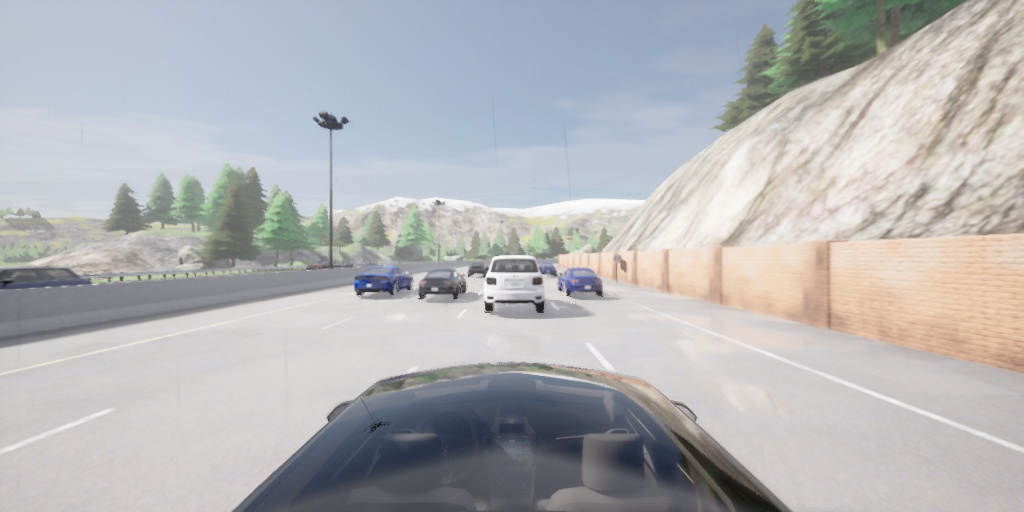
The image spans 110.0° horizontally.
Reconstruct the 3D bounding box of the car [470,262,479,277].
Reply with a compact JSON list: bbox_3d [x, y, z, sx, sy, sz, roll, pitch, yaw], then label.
[{"bbox_3d":[-3.463,1.365,37.389,1.837,1.490,4.892,0,0,0],"label":"car"}]

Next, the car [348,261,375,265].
[{"bbox_3d":[-21.150,1.418,51.832,2.128,1.511,4.902,0,0,0],"label":"car"}]

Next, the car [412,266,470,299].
[{"bbox_3d":[-3.438,1.329,18.202,1.812,1.442,4.674,0,0,0],"label":"car"}]

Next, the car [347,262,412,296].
[{"bbox_3d":[-6.929,1.291,19.845,1.882,1.535,5.008,0,0,0],"label":"car"}]

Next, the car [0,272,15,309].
[{"bbox_3d":[-21.114,1.354,11.810,2.033,1.411,5.357,0,0,0],"label":"car"}]

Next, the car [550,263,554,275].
[{"bbox_3d":[3.537,1.378,37.367,1.812,1.442,4.674,0,0,0],"label":"car"}]

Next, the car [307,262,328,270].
[{"bbox_3d":[-28.129,1.540,52.964,1.895,1.301,4.718,0,0,0],"label":"car"}]

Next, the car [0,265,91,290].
[{"bbox_3d":[-17.614,1.156,12.243,2.097,1.767,4.553,0,0,0],"label":"car"}]

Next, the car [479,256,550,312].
[{"bbox_3d":[0.080,1.010,14.538,2.150,2.045,5.566,0,0,0],"label":"car"}]

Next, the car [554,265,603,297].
[{"bbox_3d":[3.566,1.323,19.210,1.812,1.442,4.674,0,0,0],"label":"car"}]

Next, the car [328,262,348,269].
[{"bbox_3d":[-24.638,1.535,52.847,1.895,1.301,4.718,0,0,0],"label":"car"}]
